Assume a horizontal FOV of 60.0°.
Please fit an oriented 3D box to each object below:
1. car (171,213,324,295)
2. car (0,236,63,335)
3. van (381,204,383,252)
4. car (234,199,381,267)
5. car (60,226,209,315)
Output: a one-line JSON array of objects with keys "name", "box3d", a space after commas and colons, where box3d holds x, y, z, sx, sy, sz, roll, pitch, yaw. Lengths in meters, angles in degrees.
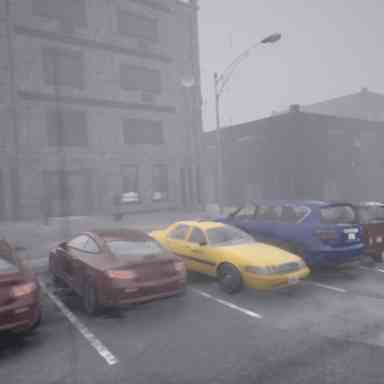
[{"name": "car", "box3d": [0.590, 1.500, 9.195, 1.946, 1.575, 5.366, 0, 0, -35]}, {"name": "car", "box3d": [-4.062, 1.521, 6.102, 2.002, 1.452, 4.674, 0, 0, -35]}, {"name": "van", "box3d": [4.858, 1.299, 12.610, 1.878, 1.987, 4.442, 0, 0, -35]}, {"name": "car", "box3d": [2.637, 1.262, 10.917, 2.435, 2.045, 5.566, 0, 0, -35]}, {"name": "car", "box3d": [-1.891, 1.531, 7.651, 2.002, 1.452, 4.674, 0, 0, -35]}]
